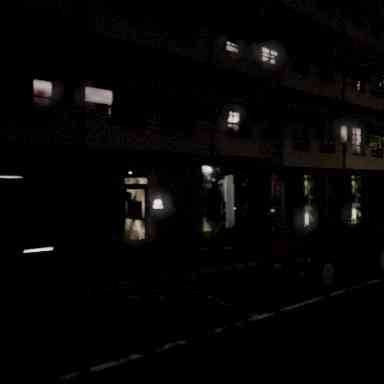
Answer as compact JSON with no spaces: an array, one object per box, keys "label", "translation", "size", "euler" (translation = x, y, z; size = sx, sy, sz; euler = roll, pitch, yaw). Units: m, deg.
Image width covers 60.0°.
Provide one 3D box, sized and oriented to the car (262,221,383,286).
[{"label":"car","translation":[3.899,1.541,9.357],"size":[4.507,1.381,1.887],"euler":[0,-1,-35]}]
